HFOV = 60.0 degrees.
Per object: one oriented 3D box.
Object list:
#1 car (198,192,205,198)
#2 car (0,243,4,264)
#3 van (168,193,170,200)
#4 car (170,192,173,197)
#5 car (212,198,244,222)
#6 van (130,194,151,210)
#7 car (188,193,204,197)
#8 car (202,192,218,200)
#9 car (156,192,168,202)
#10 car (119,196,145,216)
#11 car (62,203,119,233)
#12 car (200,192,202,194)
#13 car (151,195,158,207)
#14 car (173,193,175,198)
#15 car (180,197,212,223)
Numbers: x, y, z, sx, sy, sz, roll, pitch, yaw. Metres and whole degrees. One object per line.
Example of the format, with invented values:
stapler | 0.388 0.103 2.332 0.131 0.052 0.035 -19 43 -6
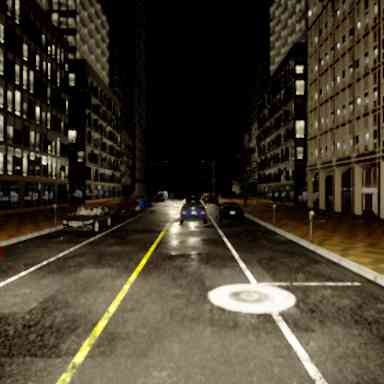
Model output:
car | 2.668 0.685 92.371 1.967 1.590 4.097 0 0 0
car | -5.689 1.527 7.005 1.802 1.307 4.206 0 0 0
van | -5.704 0.826 63.925 1.690 1.788 3.998 0 0 0
car | -5.707 1.003 69.619 1.947 1.339 4.313 0 0 0
car | 2.686 1.377 24.072 1.947 1.339 4.313 0 0 0
van | -5.696 1.061 35.465 1.690 1.788 3.998 0 0 0
car | 0.087 1.219 41.518 2.033 1.411 5.357 0 0 0
car | 2.681 1.068 46.837 1.967 1.590 4.097 0 0 0
car | -5.703 0.973 58.233 1.967 1.590 4.097 0 0 0
car | -5.696 1.310 29.774 1.887 1.381 4.507 0 0 0
car | -5.693 1.406 18.390 2.008 1.369 4.403 0 0 0
car | 2.677 1.115 58.222 1.802 1.307 4.206 0 0 0
car | -5.699 1.256 41.159 1.802 1.307 4.206 0 0 0
car | -5.713 0.771 92.215 1.752 1.417 4.829 0 0 0
car | 0.093 1.362 23.702 2.033 1.411 5.357 0 0 0
